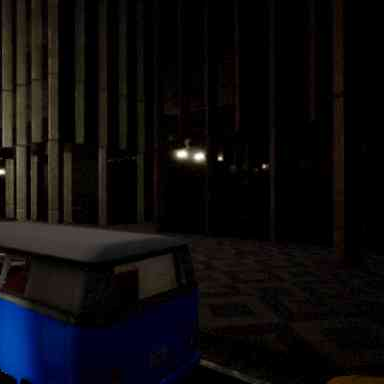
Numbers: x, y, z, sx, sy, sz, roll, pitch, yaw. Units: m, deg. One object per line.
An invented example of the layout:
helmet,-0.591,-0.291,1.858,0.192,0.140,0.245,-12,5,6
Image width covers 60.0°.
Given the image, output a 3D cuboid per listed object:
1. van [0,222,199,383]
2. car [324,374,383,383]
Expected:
van,-1.826,1.343,4.269,3.998,1.788,1.690,0,0,35
car,2.625,1.525,1.094,4.829,1.417,1.752,0,0,35
